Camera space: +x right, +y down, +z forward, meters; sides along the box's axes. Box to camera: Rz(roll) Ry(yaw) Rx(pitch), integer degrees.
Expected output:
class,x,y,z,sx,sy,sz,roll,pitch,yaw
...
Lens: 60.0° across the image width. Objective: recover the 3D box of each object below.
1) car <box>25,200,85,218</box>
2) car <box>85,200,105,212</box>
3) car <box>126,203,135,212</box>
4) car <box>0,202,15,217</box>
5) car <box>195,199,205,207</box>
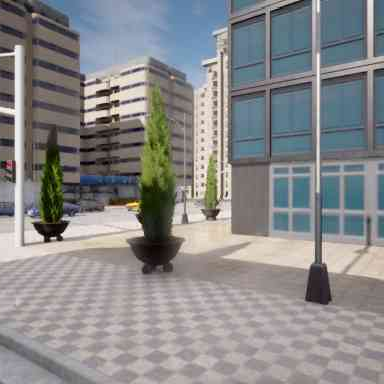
class,x,y,z,sx,sy,sz,roll,pitch,yaw
car,-12.535,1.581,30.244,1.812,1.442,4.674,0,0,35
car,-11.859,1.619,37.292,1.994,1.385,4.181,0,0,35
car,-5.736,1.533,39.884,1.882,1.535,5.008,0,0,35
car,-17.191,1.603,29.760,2.033,1.411,5.357,0,0,35
car,2.334,1.580,51.223,1.812,1.442,4.674,0,0,36
